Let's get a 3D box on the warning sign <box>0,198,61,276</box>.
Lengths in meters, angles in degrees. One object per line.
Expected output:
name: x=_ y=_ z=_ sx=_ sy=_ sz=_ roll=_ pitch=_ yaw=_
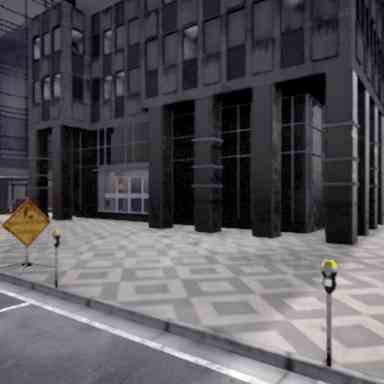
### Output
warning sign: x=-4.435 y=1.119 z=8.965 sx=1.060 sy=1.860 sz=1.300 roll=0 pitch=0 yaw=36
